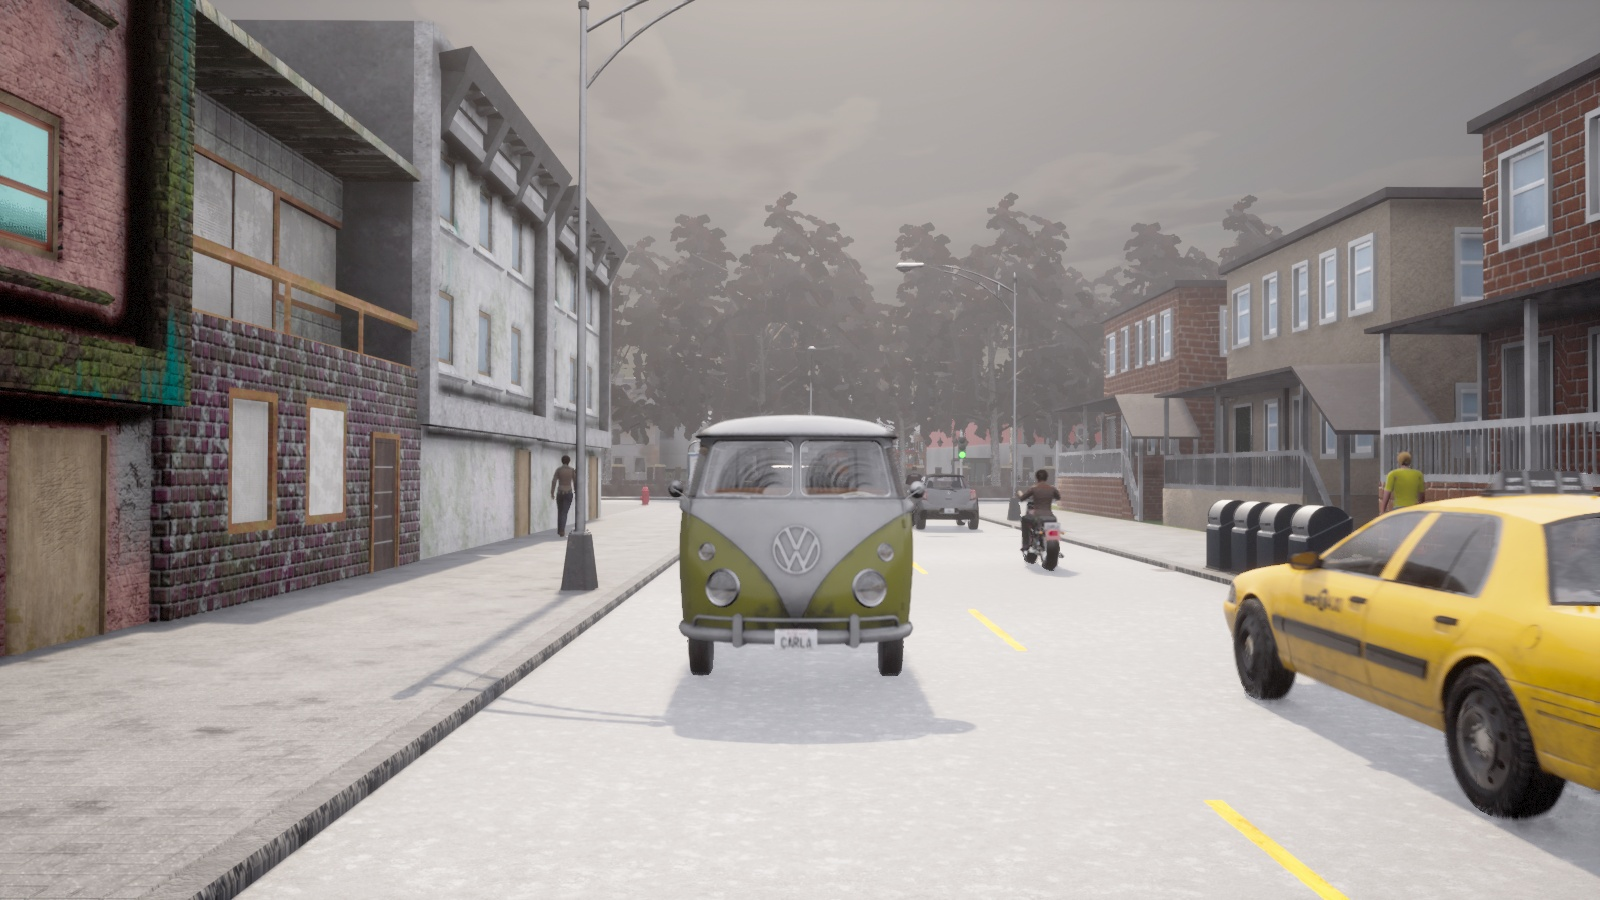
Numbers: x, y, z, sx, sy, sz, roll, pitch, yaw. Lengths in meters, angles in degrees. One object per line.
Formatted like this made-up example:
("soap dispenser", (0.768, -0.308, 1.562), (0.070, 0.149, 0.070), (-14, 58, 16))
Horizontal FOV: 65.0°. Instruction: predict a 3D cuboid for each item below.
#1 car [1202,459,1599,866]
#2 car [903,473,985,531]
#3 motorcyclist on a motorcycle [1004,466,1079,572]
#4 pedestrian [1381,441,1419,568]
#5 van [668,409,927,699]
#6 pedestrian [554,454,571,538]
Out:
("car", (3.986, 0.853, 6.901), (1.801, 1.575, 5.366), (0, -1, 0))
("car", (3.924, 1.396, 34.797), (1.845, 1.501, 3.633), (0, -1, 0))
("motorcyclist on a motorcycle", (3.955, 1.097, 20.740), (0.766, 1.649, 2.350), (0, -1, 0))
("pedestrian", (8.856, 0.790, 18.550), (0.354, 1.836, 0.706), (0, -1, 15))
("van", (-0.024, 0.749, 10.858), (1.775, 1.987, 4.442), (0, -1, 0))
("pedestrian", (-5.189, 1.005, 27.475), (0.328, 1.805, 0.869), (0, -1, -8))
